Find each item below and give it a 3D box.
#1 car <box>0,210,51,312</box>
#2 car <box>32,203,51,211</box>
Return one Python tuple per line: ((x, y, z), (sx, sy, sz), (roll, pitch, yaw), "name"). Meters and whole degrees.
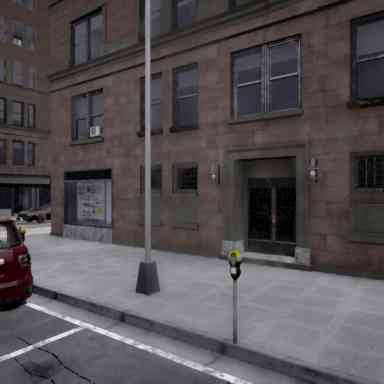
((-5.082, 1.315, 6.423), (5.009, 1.841, 2.192), (0, 0, 35), "car")
((-10.254, 1.502, 25.184), (2.033, 1.411, 5.357), (0, 0, 36), "car")
